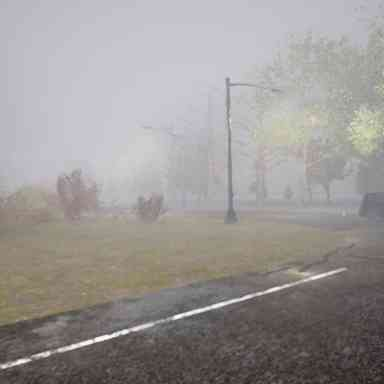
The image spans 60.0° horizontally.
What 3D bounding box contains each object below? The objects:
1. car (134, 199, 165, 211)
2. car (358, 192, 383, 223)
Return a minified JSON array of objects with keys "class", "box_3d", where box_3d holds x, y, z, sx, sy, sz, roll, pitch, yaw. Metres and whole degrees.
[{"class":"car","box_3d":[-4.860,1.629,39.014,4.892,1.490,1.837,-1,0,43]},{"class":"car","box_3d":[13.697,0.960,21.322,5.566,2.045,2.150,-2,-1,44]}]
